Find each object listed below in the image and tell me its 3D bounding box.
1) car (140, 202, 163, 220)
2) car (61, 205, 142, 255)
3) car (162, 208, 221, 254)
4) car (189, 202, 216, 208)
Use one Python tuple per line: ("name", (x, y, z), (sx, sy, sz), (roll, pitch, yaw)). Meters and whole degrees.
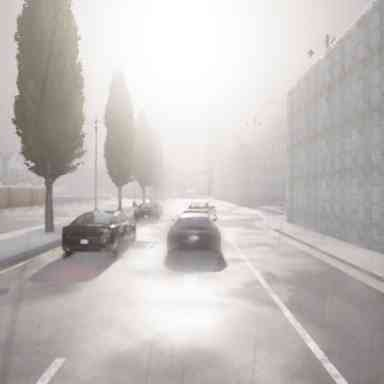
("car", (-3.449, 1.514, 27.363), (1.895, 1.301, 4.718), (-1, 1, 0))
("car", (-3.433, 1.447, 13.139), (1.882, 1.535, 5.008), (0, 0, 0))
("car", (0.070, 1.532, 13.304), (1.994, 1.385, 4.181), (0, 0, 0))
("car", (0.789, 1.468, 27.200), (1.895, 1.301, 4.718), (-1, 3, 13))
